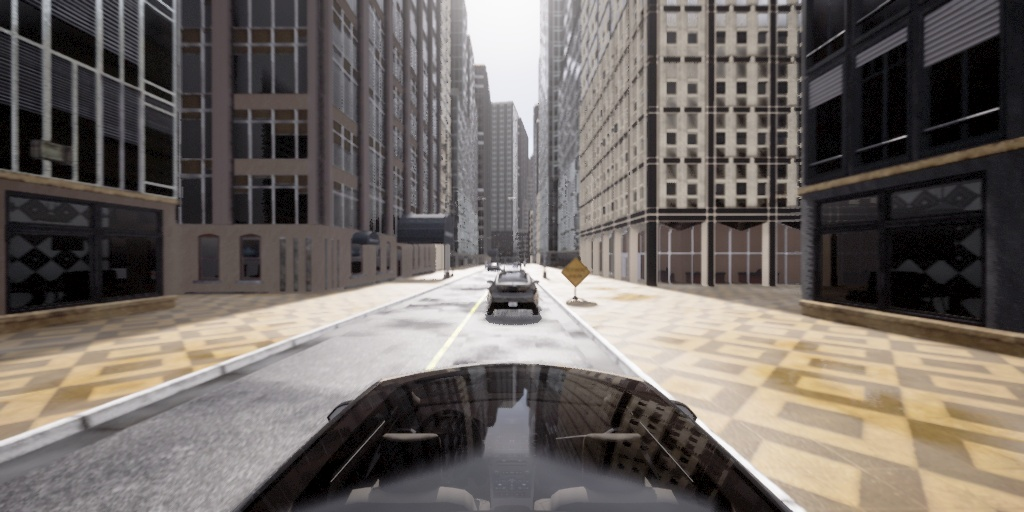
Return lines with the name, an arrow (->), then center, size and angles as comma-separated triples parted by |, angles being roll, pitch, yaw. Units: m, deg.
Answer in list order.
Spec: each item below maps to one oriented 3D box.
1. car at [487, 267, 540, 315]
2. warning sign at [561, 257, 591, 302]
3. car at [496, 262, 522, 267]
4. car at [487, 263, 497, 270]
car -> 0.053, 1.366, 14.286 | 1.837, 1.490, 4.892 | 0, 0, 1
warning sign -> 2.723, 0.985, 15.425 | 1.300, 1.860, 1.060 | 0, 0, 0
car -> 0.057, 1.489, 29.249 | 2.128, 1.511, 4.902 | 0, 0, 1
car -> -3.037, 1.850, 58.992 | 1.994, 1.385, 4.181 | 0, 0, 0
